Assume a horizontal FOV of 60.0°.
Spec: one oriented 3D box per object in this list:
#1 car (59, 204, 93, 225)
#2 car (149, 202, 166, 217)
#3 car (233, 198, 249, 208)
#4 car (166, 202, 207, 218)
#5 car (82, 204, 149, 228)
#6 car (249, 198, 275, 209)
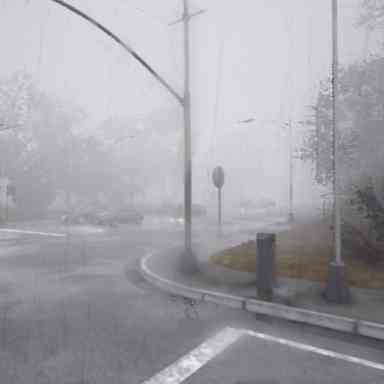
[{"bbox_3d":[-8.210,1.727,26.576,2.128,1.511,4.902,-1,0,32],"label":"car"},{"bbox_3d":[-3.166,1.764,34.552,1.812,1.442,4.674,-1,0,32],"label":"car"},{"bbox_3d":[8.071,1.748,52.214,1.837,1.490,4.892,-1,-1,33],"label":"car"},{"bbox_3d":[-0.274,1.764,32.567,1.994,1.385,4.181,-1,0,33],"label":"car"},{"bbox_3d":[-5.480,1.761,24.344,1.994,1.385,4.181,-1,0,32],"label":"car"},{"bbox_3d":[11.038,1.696,50.357,2.128,1.511,4.902,-1,0,33],"label":"car"}]
